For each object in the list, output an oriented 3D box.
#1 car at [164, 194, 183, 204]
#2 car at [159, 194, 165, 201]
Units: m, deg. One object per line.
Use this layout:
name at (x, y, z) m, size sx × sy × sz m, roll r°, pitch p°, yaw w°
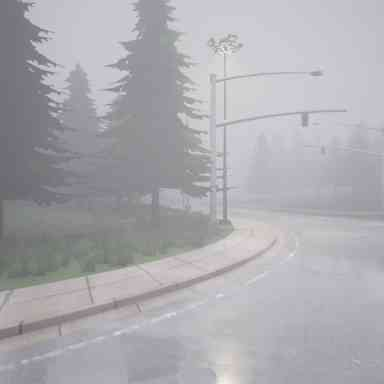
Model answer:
car at (-3.219, 1.561, 65.431) m, size 2.033 × 1.411 × 5.357 m, roll 0°, pitch 0°, yaw -21°
car at (-7.099, 1.201, 75.170) m, size 2.150 × 2.045 × 5.566 m, roll 0°, pitch 0°, yaw -21°
